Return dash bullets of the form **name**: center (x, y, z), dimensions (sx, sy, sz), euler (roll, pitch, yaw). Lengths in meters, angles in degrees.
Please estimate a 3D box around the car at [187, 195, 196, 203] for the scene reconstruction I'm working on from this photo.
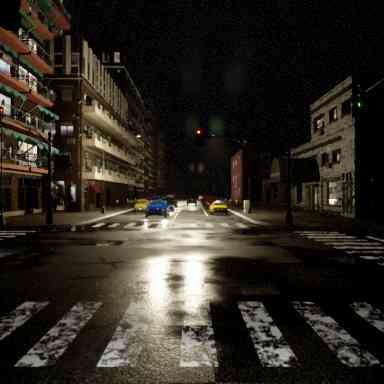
- **car**: center (-0.066, 1.432, 70.658), dimensions (1.882, 1.535, 5.008), euler (0, 0, 0)

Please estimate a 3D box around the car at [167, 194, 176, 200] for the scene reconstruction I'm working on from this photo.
- **car**: center (-5.777, 1.430, 94.775), dimensions (2.192, 1.841, 5.009), euler (0, 0, 0)

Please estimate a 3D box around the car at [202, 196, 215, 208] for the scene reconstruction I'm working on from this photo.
- **car**: center (2.651, 1.609, 44.930), dimensions (1.802, 1.307, 4.206), euler (0, 0, 0)

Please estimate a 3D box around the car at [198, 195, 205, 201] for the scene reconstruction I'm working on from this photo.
- **car**: center (2.608, 1.628, 89.414), dimensions (1.752, 1.417, 4.829), euler (0, 0, 0)

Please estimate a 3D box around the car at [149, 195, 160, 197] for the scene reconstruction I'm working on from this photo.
- **car**: center (-5.734, 1.349, 50.461), dimensions (2.192, 1.841, 5.009), euler (0, 0, 0)

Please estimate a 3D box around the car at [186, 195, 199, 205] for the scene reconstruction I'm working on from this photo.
- **car**: center (-0.056, 1.595, 60.238), dimensions (2.033, 1.411, 5.357), euler (0, 0, 0)

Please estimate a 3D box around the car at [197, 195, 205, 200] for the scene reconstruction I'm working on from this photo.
- **car**: center (2.603, 1.666, 94.783), dimensions (2.008, 1.369, 4.403), euler (0, 0, 0)

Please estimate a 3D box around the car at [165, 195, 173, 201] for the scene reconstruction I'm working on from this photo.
- **car**: center (-5.767, 1.530, 83.696), dimensions (1.967, 1.590, 4.097), euler (0, 0, 0)

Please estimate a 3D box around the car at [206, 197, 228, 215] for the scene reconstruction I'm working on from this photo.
- **car**: center (2.661, 1.543, 34.022), dimensions (1.752, 1.417, 4.829), euler (0, 0, 0)

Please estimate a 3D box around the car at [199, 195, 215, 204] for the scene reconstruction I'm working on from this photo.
- **car**: center (2.646, 1.349, 50.470), dimensions (2.192, 1.841, 5.009), euler (0, 0, 0)

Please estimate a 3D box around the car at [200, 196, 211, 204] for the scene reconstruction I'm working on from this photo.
- **car**: center (2.630, 1.609, 67.087), dimensions (2.008, 1.369, 4.403), euler (0, 0, 0)

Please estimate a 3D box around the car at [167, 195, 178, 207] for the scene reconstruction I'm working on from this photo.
- **car**: center (-3.122, 1.538, 50.059), dimensions (1.837, 1.490, 4.892), euler (0, 0, 0)

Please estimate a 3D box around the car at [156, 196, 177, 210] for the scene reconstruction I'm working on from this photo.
- **car**: center (-3.119, 1.548, 39.990), dimensions (1.812, 1.442, 4.674), euler (0, 0, 0)

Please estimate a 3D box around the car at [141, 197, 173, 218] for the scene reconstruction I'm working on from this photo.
- **car**: center (-3.128, 1.492, 30.712), dimensions (1.882, 1.535, 5.008), euler (0, 0, 0)

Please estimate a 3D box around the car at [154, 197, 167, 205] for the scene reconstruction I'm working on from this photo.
- **car**: center (-5.746, 1.600, 61.539), dimensions (2.008, 1.369, 4.403), euler (0, 0, 0)

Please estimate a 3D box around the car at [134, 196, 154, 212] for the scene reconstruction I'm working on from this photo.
- **car**: center (-5.725, 1.547, 39.212), dimensions (1.752, 1.417, 4.829), euler (0, 0, 0)
